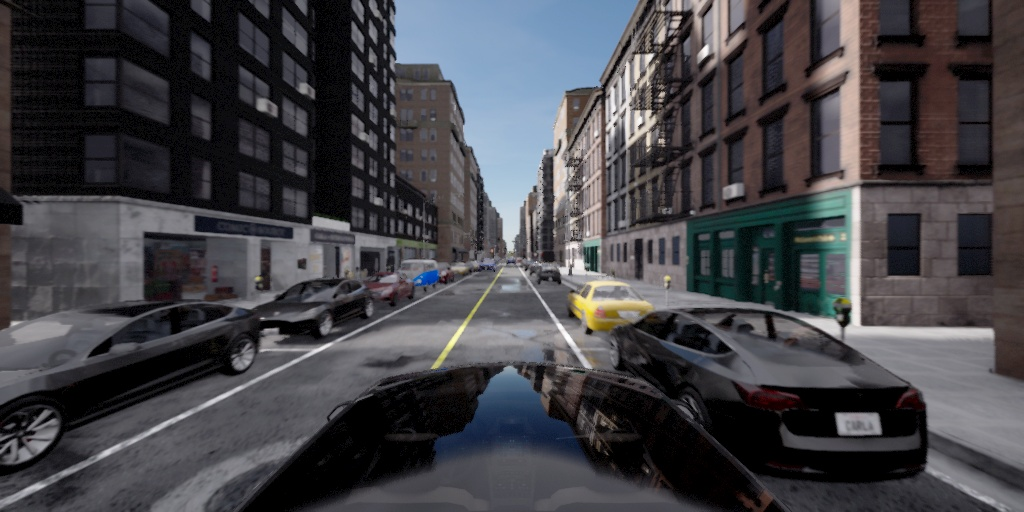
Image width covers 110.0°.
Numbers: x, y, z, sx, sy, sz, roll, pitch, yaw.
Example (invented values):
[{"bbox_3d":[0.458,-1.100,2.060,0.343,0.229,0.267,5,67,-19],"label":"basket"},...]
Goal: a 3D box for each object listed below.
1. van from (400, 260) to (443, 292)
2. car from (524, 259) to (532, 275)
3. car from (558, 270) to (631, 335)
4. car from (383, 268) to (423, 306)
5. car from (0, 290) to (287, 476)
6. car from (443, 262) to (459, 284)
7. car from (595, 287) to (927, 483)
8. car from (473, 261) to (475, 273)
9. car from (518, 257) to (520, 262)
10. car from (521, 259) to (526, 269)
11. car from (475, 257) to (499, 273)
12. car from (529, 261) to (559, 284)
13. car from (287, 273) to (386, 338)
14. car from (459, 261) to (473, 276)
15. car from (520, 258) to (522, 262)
[{"bbox_3d":[-5.417,1.114,21.042,1.690,1.789,3.998,0,0,0],"label":"van"},{"bbox_3d":[2.580,1.321,37.285,2.007,1.370,4.403,0,0,0],"label":"car"},{"bbox_3d":[2.627,1.278,10.391,1.751,1.417,4.829,0,0,0],"label":"car"},{"bbox_3d":[-5.407,1.352,15.630,1.802,1.307,4.207,0,0,0],"label":"car"},{"bbox_3d":[-5.388,1.327,4.804,1.948,1.339,4.313,0,0,0],"label":"car"},{"bbox_3d":[-5.426,1.217,26.455,1.967,1.591,4.097,0,0,0],"label":"car"},{"bbox_3d":[2.637,1.314,4.809,1.948,1.339,4.313,0,0,0],"label":"car"},{"bbox_3d":[-5.454,1.353,42.693,1.948,1.339,4.313,0,0,0],"label":"car"},{"bbox_3d":[2.533,1.306,64.519,1.751,1.417,4.829,0,0,0],"label":"car"},{"bbox_3d":[2.562,1.342,48.110,1.948,1.339,4.313,0,0,0],"label":"car"},{"bbox_3d":[-2.816,1.065,41.575,1.882,1.535,5.008,0,0,0],"label":"car"},{"bbox_3d":[2.599,1.314,26.460,2.007,1.370,4.403,0,0,0],"label":"car"},{"bbox_3d":[-5.398,1.332,10.217,1.948,1.339,4.313,0,0,0],"label":"car"},{"bbox_3d":[-5.444,1.309,37.110,1.751,1.417,4.829,0,0,0],"label":"car"},{"bbox_3d":[2.552,1.345,53.523,1.948,1.339,4.313,0,0,0],"label":"car"}]
